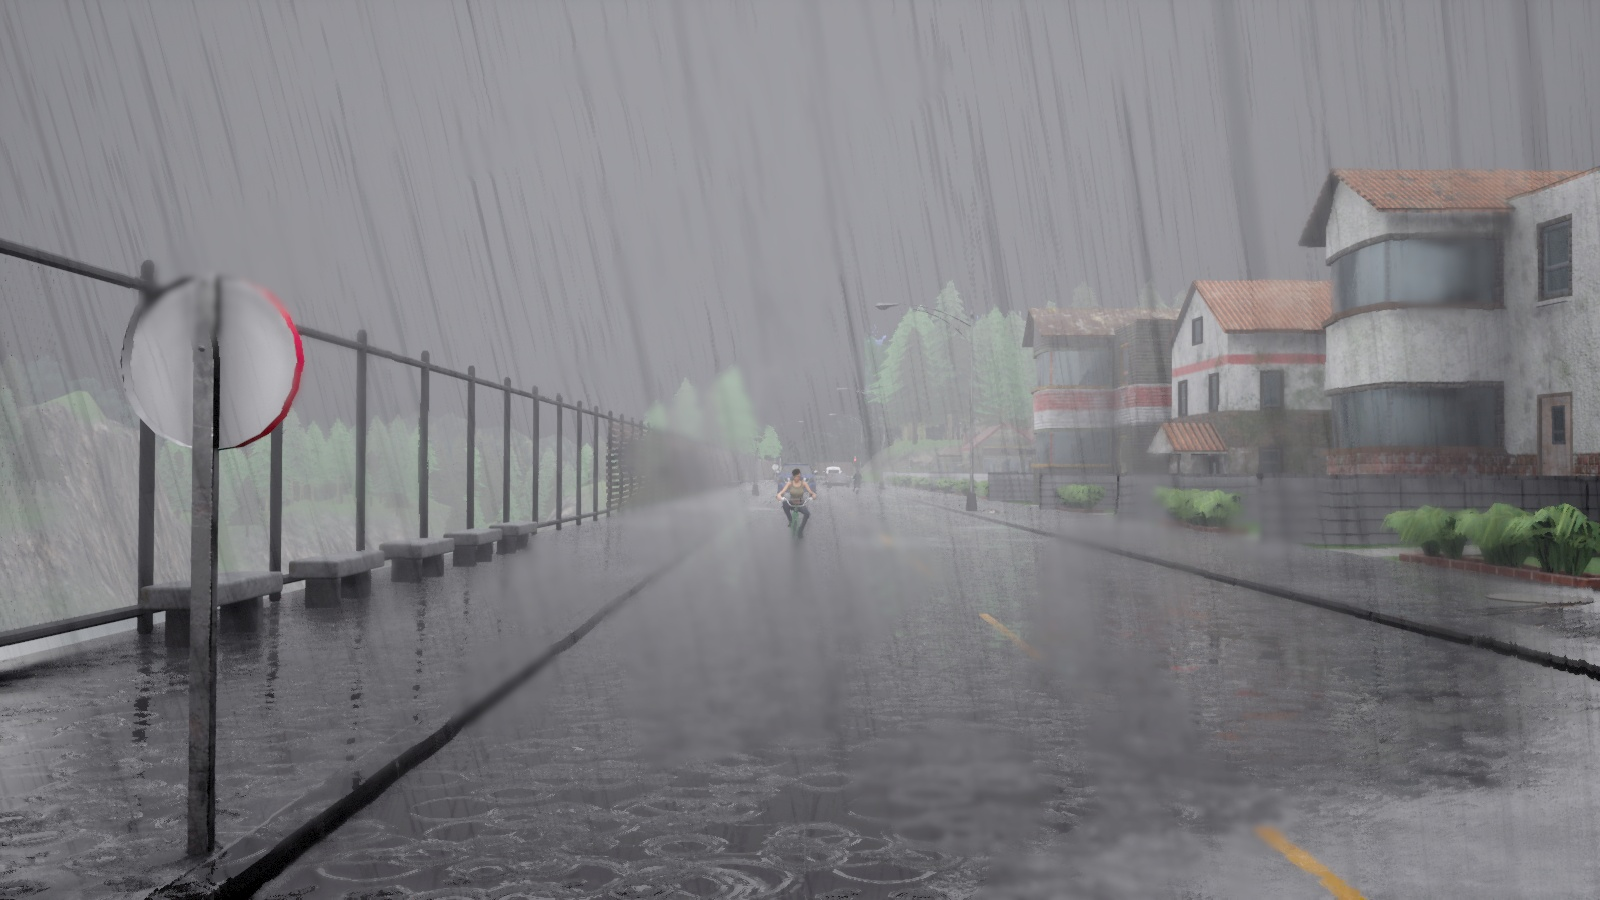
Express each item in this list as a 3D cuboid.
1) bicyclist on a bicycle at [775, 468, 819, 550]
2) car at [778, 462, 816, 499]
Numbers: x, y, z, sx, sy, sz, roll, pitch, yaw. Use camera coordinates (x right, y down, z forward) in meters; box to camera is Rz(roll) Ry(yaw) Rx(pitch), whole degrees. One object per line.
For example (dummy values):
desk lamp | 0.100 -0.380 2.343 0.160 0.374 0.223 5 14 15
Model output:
bicyclist on a bicycle | -0.057 1.180 25.605 0.866 1.612 1.509 0 -1 0
car | -0.177 1.750 72.611 2.150 2.045 5.566 0 -1 0
